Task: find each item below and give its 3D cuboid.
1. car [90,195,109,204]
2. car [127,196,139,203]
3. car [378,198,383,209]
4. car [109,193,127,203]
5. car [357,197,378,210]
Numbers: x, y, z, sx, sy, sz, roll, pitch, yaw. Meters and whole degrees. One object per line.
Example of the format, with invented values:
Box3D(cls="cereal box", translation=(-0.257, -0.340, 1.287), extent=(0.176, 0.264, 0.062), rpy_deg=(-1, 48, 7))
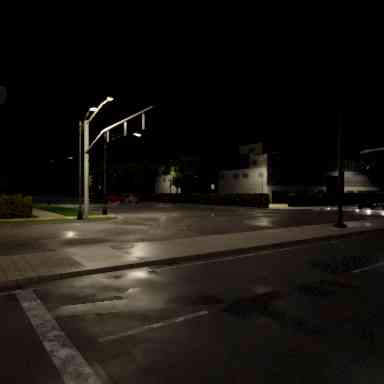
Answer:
Box3D(cls="car", translation=(-18.568, 1.564, 65.336), extent=(1.994, 1.385, 4.181), rpy_deg=(0, 0, -34))
Box3D(cls="car", translation=(-12.676, 1.524, 69.101), extent=(1.812, 1.442, 4.674), rpy_deg=(0, 0, -34))
Box3D(cls="car", translation=(25.330, 1.351, 40.704), extent=(4.553, 1.767, 2.097), rpy_deg=(0, 0, -34))
Box3D(cls="car", translation=(-15.804, 1.221, 67.483), extent=(2.150, 2.045, 5.566), rpy_deg=(0, 0, -34))
Box3D(cls="car", translation=(23.812, 1.504, 43.891), extent=(4.892, 1.490, 1.837), rpy_deg=(0, 0, -34))
